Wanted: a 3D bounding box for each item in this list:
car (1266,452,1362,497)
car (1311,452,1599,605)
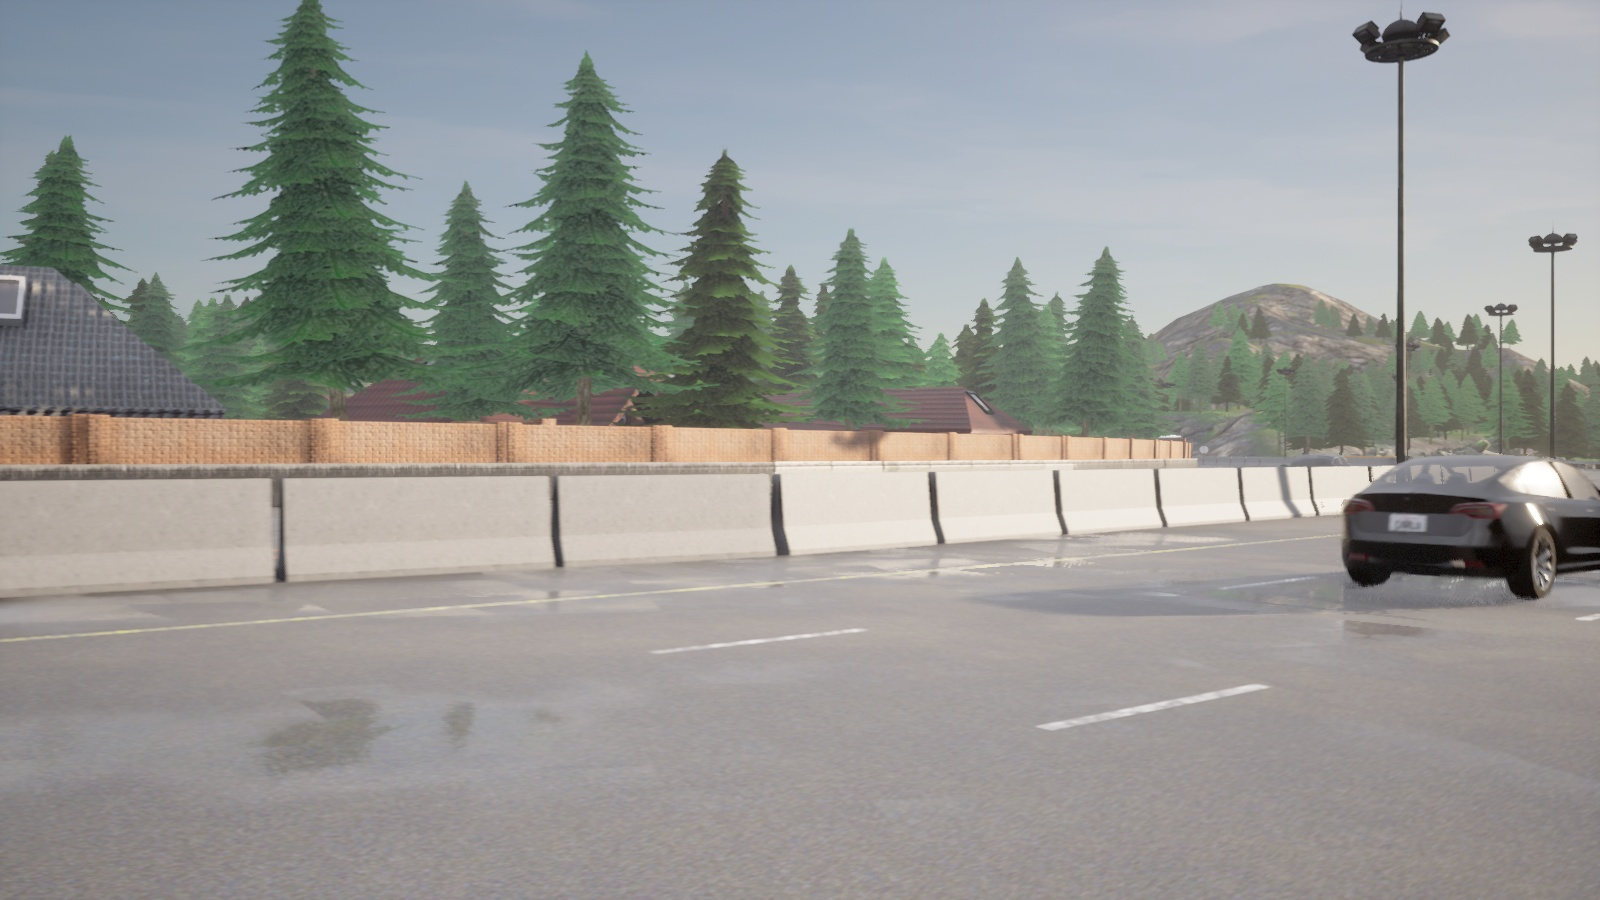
[{"bbox_3d":[18.471,0.831,45.015,1.837,1.490,4.892,0,0,39],"label":"car"},{"bbox_3d":[8.163,0.766,14.564,4.792,1.488,2.163,0,0,-40],"label":"car"}]
